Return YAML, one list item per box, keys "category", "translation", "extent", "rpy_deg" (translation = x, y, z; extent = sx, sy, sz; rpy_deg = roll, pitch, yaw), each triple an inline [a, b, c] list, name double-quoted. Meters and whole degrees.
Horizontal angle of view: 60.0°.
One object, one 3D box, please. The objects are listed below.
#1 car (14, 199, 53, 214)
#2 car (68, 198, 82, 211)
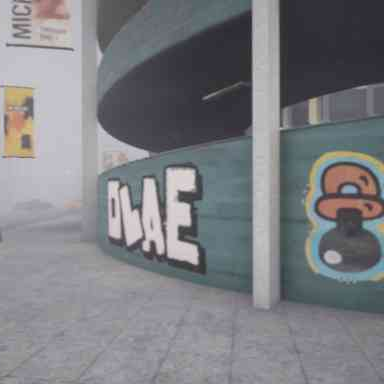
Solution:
- category: "car"
  translation: [-16.756, 1.455, 35.404]
  extent: [2.128, 1.511, 4.902]
  rpy_deg: [0, 0, 9]
- category: "car"
  translation: [-12.680, 1.394, 39.476]
  extent: [1.801, 1.575, 5.366]
  rpy_deg: [0, 0, 9]
